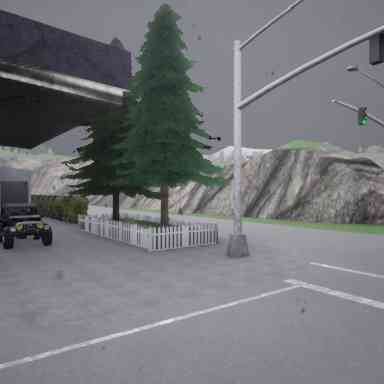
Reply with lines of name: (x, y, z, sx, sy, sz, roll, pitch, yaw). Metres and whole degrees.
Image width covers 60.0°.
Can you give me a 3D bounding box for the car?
car: (-8.041, 1.505, 15.808, 1.905, 1.878, 3.866, 0, 0, -37)
